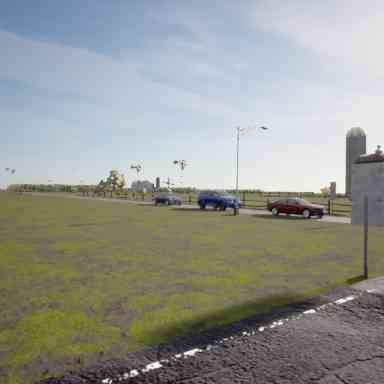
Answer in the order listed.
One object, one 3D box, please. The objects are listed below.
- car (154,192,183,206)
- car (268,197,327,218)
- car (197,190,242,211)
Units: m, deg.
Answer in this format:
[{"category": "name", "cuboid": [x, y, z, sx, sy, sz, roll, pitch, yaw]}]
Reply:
[{"category": "car", "cuboid": [-3.103, 0.827, 43.314, 2.097, 1.767, 4.553, 1, 0, -36]}, {"category": "car", "cuboid": [8.546, 1.234, 27.282, 1.882, 1.535, 5.008, 1, 0, -36]}, {"category": "car", "cuboid": [2.797, 0.838, 35.195, 2.150, 2.045, 5.566, 1, 0, -36]}]
